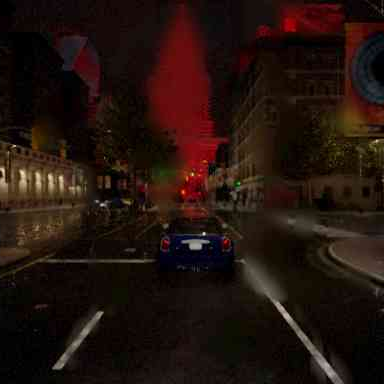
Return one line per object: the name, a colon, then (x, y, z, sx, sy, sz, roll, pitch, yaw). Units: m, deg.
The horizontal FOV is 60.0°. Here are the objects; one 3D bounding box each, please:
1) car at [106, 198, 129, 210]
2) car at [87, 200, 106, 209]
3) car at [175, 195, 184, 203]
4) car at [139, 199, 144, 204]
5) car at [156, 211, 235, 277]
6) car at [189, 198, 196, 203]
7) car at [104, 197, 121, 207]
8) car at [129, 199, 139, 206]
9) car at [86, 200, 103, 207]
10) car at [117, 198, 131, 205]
car: (-11.553, 1.945, 51.762, 1.812, 1.442, 4.674, 0, 0, 0)
car: (-15.046, 1.976, 52.926, 2.033, 1.411, 5.357, 0, 0, 0)
car: (-3.447, 1.965, 91.366, 2.150, 2.045, 5.566, 0, 0, 0)
car: (-11.460, 2.126, 70.782, 1.994, 1.385, 4.181, 0, 0, 0)
car: (0.099, 1.439, 10.681, 2.097, 1.767, 4.553, 0, -1, 0)
car: (0.052, 2.278, 91.125, 2.033, 1.411, 5.357, 0, 0, 0)
car: (-14.964, 1.862, 63.037, 2.097, 1.767, 4.553, 0, 0, 0)
car: (-11.494, 1.971, 60.910, 1.882, 1.535, 5.008, 0, 0, 1)
car: (-18.214, 2.100, 62.418, 1.895, 1.301, 4.718, 0, 0, 0)
car: (-14.958, 2.119, 73.437, 2.128, 1.511, 4.902, 0, 0, 0)
